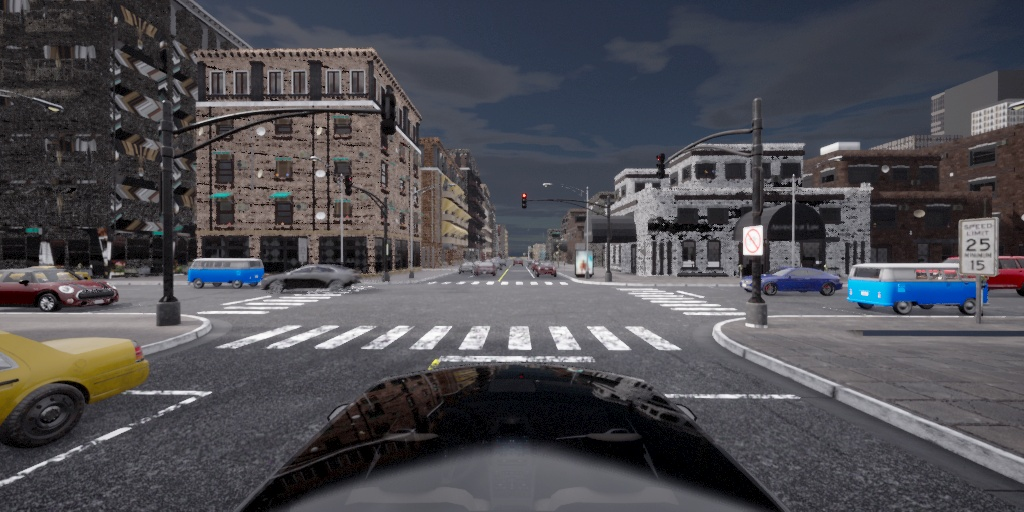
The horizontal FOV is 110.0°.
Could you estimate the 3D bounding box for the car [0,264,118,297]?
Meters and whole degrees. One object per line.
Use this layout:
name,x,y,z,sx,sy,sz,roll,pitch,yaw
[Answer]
car,-17.529,1.189,13.506,4.097,1.591,1.967,0,0,1

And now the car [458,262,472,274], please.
car,-5.031,1.308,40.924,2.007,1.370,4.403,0,0,1

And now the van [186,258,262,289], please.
van,-17.430,1.029,21.886,3.998,1.789,1.690,0,0,1

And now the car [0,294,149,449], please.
car,-5.681,1.275,2.609,1.751,1.417,4.829,0,0,1

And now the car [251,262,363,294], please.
car,-10.782,1.208,19.527,4.902,1.511,2.128,0,1,-9

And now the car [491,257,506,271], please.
car,-2.310,1.255,48.445,2.128,1.511,4.902,0,0,1

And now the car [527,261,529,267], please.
car,3.542,1.318,52.187,2.007,1.370,4.403,0,0,1

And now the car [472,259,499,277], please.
car,-2.531,1.279,35.505,1.812,1.442,4.674,0,0,1

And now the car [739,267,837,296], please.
car,14.688,1.297,18.982,4.674,1.442,1.812,0,0,2

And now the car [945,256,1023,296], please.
car,24.350,1.018,18.891,5.566,2.045,2.150,0,0,0

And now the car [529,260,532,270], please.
car,3.445,1.344,46.491,1.802,1.307,4.207,0,0,1

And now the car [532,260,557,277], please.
car,3.253,1.193,35.099,1.967,1.591,4.097,0,0,1

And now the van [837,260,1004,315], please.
van,14.849,1.155,13.198,3.998,1.789,1.690,0,0,1
